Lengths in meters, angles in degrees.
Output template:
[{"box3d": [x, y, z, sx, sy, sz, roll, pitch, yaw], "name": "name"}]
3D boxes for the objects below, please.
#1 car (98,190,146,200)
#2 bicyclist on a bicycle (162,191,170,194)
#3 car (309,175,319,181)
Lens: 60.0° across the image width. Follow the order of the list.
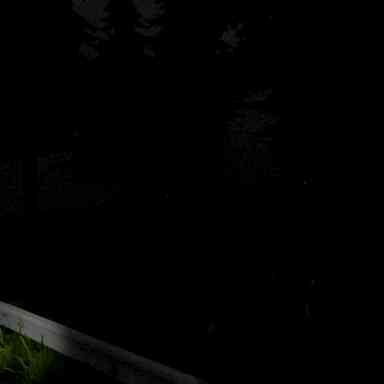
[{"box3d": [-7.020, 0.614, 33.668, 5.008, 1.535, 1.882, -5, 2, -28], "name": "car"}, {"box3d": [-2.234, 0.269, 28.847, 0.582, 1.620, 1.656, 1, 4, -28], "name": "bicyclist on a bicycle"}, {"box3d": [14.621, -1.178, 37.141, 4.553, 1.767, 2.097, -4, -1, 15], "name": "car"}]
